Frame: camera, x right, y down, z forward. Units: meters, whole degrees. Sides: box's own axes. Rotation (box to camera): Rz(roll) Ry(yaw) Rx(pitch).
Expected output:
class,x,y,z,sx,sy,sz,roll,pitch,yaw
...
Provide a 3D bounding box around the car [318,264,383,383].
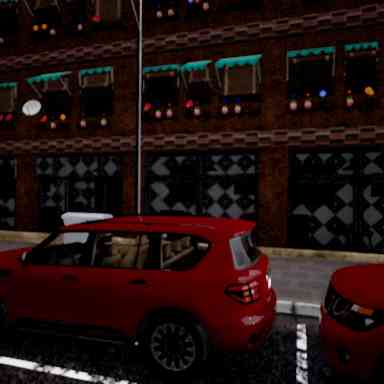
class,x,y,z,sx,sy,sz,roll,pitch,yaw
car,4.055,1.312,3.543,5.009,1.841,2.192,0,1,18

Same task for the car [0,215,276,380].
class,x,y,z,sx,sy,sz,roll,pitch,yaw
car,-1.225,1.305,5.249,5.009,1.841,2.192,0,1,18
